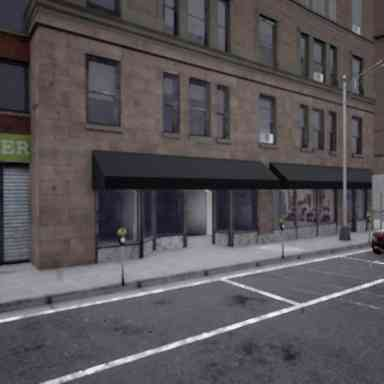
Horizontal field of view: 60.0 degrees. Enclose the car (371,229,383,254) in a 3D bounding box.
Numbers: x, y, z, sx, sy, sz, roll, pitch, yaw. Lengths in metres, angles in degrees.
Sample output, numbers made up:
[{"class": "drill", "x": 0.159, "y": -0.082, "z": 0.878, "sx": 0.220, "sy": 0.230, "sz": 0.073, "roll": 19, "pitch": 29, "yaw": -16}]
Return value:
[{"class": "car", "x": 8.560, "y": 1.617, "z": 12.647, "sx": 4.507, "sy": 1.381, "sz": 1.887, "roll": 0, "pitch": -1, "yaw": -35}]
